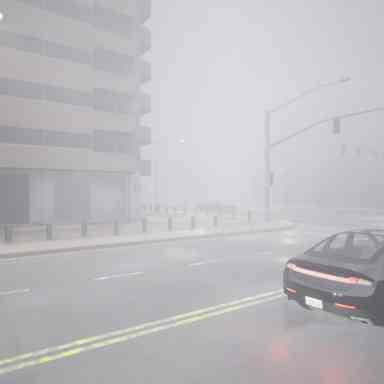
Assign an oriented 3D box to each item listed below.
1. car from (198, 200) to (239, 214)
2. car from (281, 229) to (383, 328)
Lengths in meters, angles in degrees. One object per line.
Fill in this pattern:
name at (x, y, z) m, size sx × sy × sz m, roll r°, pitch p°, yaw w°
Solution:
car at (2.714, 1.545, 34.686) m, size 1.895 × 1.301 × 4.718 m, roll 0°, pitch 0°, yaw -35°
car at (3.876, 1.491, 6.511) m, size 4.902 × 1.511 × 2.128 m, roll 0°, pitch 0°, yaw -35°
